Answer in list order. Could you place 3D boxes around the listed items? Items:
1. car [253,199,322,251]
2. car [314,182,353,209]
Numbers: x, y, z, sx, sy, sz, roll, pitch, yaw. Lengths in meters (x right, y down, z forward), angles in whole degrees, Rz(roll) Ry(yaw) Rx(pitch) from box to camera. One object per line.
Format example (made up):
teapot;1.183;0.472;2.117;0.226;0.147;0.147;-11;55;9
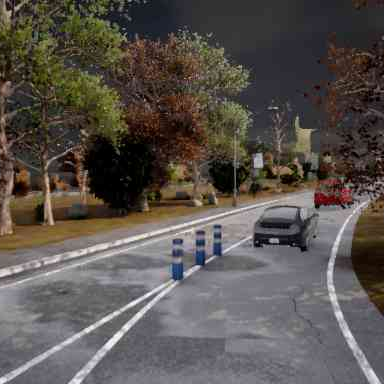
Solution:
car;3.789;1.264;13.150;1.837;1.490;4.892;0;2;26
car;11.107;0.175;26.032;2.150;2.045;5.566;-1;3;33
